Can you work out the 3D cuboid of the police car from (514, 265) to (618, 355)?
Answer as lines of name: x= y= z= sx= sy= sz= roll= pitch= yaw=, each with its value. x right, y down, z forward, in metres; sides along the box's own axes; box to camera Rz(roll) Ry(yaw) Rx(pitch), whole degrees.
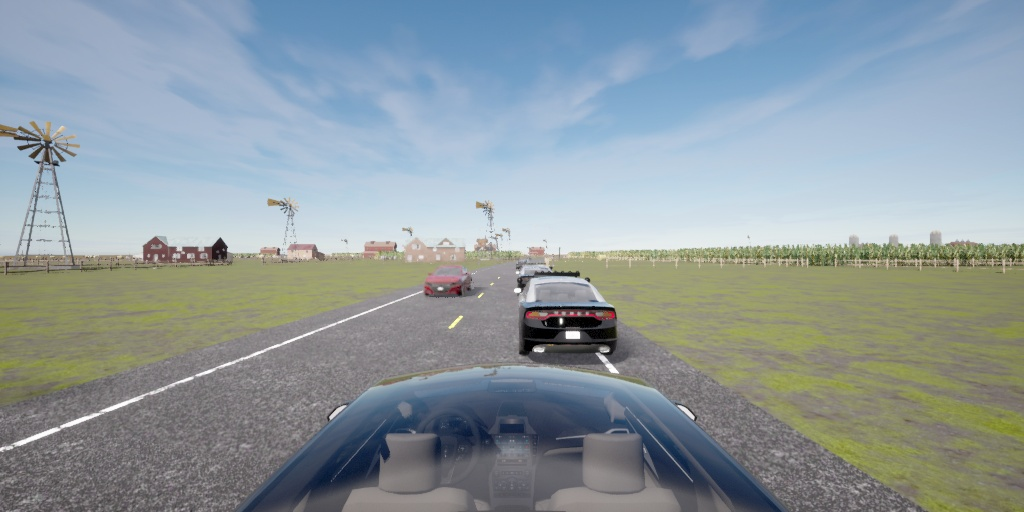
police car: x=1.084 y=1.176 z=8.837 sx=1.930 sy=1.638 sz=5.238 roll=0 pitch=0 yaw=1

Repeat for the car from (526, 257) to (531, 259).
car: x=1.594 y=1.209 z=53.944 sx=2.128 sy=1.511 sz=4.902 roll=0 pitch=0 yaw=4

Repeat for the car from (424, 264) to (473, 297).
car: x=-3.263 y=1.226 z=19.056 sx=1.882 sy=1.535 sz=5.008 roll=0 pitch=0 yaw=1

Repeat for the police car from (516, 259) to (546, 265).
police car: x=1.226 y=1.173 z=18.806 sx=1.930 sy=1.638 sz=5.238 roll=0 pitch=0 yaw=1
